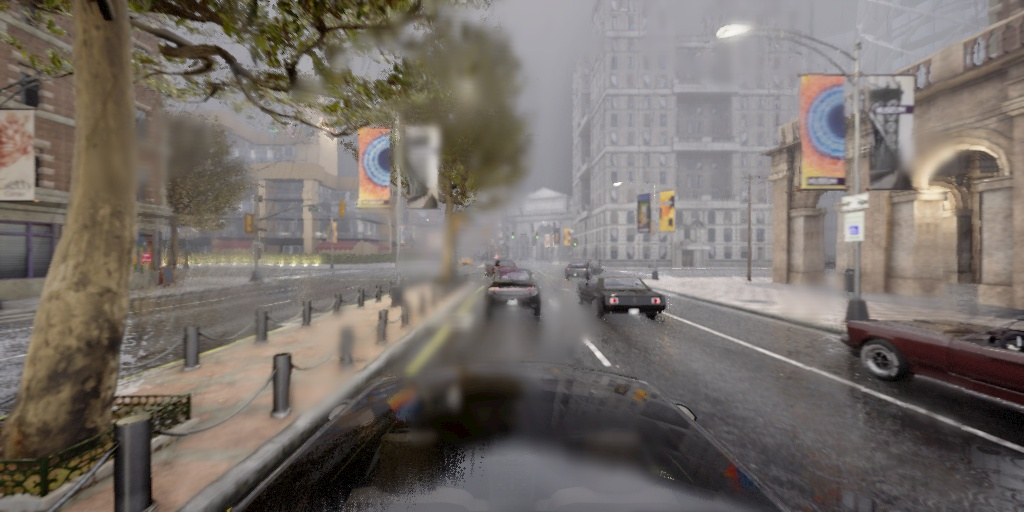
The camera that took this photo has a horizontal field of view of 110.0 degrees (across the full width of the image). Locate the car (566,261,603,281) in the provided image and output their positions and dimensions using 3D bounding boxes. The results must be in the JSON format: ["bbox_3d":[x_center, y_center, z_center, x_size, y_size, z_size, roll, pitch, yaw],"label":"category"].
[{"bbox_3d":[5.929,1.173,28.670,2.128,1.511,4.902,0,0,31],"label":"car"}]

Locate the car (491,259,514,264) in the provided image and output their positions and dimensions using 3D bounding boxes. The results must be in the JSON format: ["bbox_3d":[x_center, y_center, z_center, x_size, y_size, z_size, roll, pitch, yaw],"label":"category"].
[{"bbox_3d":[-0.892,1.031,28.804,2.097,1.767,4.553,0,0,-12],"label":"car"}]

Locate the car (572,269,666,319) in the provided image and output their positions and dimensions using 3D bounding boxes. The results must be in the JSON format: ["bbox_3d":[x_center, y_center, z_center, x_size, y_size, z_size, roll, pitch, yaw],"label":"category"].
[{"bbox_3d":[3.560,1.323,12.622,1.895,1.301,4.718,0,0,0],"label":"car"}]

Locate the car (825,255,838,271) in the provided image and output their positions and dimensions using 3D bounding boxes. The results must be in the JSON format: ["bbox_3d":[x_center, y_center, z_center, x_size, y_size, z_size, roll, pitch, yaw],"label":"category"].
[{"bbox_3d":[39.319,0.861,44.804,5.566,2.045,2.150,0,0,1],"label":"car"}]

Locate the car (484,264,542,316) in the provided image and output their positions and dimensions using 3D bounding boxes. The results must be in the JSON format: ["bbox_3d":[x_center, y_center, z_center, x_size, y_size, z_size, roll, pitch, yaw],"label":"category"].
[{"bbox_3d":[0.062,1.212,13.167,2.128,1.511,4.902,0,0,0],"label":"car"}]
